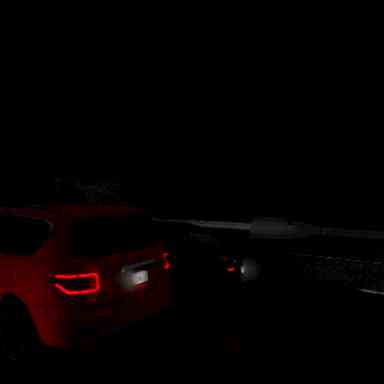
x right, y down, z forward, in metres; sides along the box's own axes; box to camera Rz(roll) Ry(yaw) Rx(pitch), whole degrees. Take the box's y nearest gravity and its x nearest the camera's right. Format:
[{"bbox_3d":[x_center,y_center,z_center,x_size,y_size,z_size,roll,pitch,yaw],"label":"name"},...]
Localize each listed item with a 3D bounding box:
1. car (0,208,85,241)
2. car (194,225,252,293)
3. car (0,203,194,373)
[{"bbox_3d":[-7.940,1.579,17.222,4.718,1.301,1.895,0,0,31],"label":"car"},{"bbox_3d":[-0.767,1.513,8.598,4.674,1.442,1.812,0,0,34],"label":"car"},{"bbox_3d":[-2.913,1.214,5.852,5.566,2.045,2.150,0,0,34],"label":"car"}]
